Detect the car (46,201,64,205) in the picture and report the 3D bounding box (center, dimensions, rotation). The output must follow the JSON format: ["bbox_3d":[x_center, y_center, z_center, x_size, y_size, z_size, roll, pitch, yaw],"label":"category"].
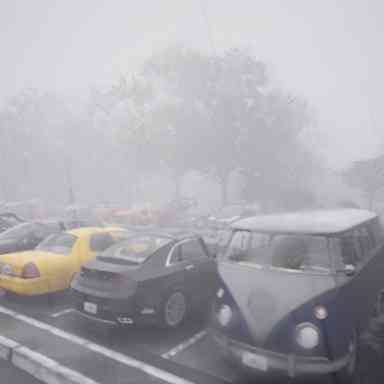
[{"bbox_3d":[-10.650,1.797,30.882,2.002,1.452,4.674,-1,0,36],"label":"car"}]

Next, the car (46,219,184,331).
[{"bbox_3d":[-0.203,1.566,7.239,2.231,1.521,4.892,-1,0,36],"label":"car"}]

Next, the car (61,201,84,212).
[{"bbox_3d":[-8.395,1.734,29.249,2.097,1.535,5.008,-1,0,36],"label":"car"}]

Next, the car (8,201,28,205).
[{"bbox_3d":[-15.190,1.550,34.111,2.435,2.045,5.566,-1,0,36],"label":"car"}]

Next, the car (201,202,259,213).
[{"bbox_3d":[2.929,1.488,21.146,2.185,1.767,4.553,-1,0,36],"label":"car"}]

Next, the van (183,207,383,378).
[{"bbox_3d":[1.990,1.313,5.524,1.878,1.987,4.442,-1,0,36],"label":"van"}]

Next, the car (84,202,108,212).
[{"bbox_3d":[-6.151,1.586,27.602,2.185,1.767,4.553,-1,0,36],"label":"car"}]

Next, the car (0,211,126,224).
[{"bbox_3d":[-4.714,1.617,10.500,2.231,1.521,4.892,-1,0,36],"label":"car"}]

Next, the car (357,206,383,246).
[{"bbox_3d":[9.696,1.537,16.244,2.097,1.535,5.008,-1,0,36],"label":"car"}]

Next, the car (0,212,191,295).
[{"bbox_3d":[-2.350,1.587,9.020,1.946,1.575,5.366,-1,0,36],"label":"car"}]

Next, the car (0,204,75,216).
[{"bbox_3d":[-6.997,1.516,12.097,2.185,1.767,4.553,-1,0,36],"label":"car"}]

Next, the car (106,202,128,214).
[{"bbox_3d":[-3.869,1.687,26.004,2.097,1.535,5.008,-1,0,36],"label":"car"}]

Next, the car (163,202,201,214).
[{"bbox_3d":[0.654,1.641,22.752,2.231,1.521,4.892,-1,0,36],"label":"car"}]

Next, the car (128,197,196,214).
[{"bbox_3d":[-1.627,1.412,24.351,2.435,2.045,5.566,-1,0,36],"label":"car"}]

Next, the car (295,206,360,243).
[{"bbox_3d":[7.414,1.592,17.843,2.163,1.488,4.792,-1,0,36],"label":"car"}]

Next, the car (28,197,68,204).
[{"bbox_3d":[-12.932,1.654,32.482,2.185,1.767,4.553,-1,0,36],"label":"car"}]

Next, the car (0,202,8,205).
[{"bbox_3d":[-17.418,1.852,35.784,2.163,1.488,4.792,-1,0,36],"label":"car"}]
